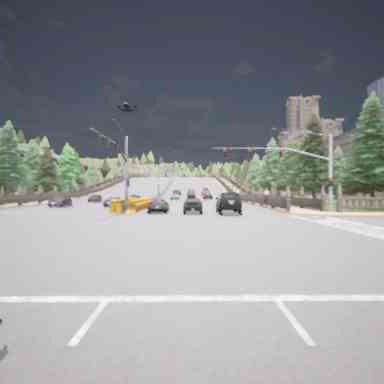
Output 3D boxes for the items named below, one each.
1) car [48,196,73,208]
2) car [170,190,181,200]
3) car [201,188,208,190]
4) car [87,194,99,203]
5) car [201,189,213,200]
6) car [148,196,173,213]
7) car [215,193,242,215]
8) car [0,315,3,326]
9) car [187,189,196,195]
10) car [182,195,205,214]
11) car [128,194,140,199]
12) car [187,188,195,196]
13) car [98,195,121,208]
[{"bbox_3d":[-17.600,1.320,44.561,2.128,1.511,4.902,0,0,0],"label":"car"},{"bbox_3d":[-3.627,0.873,70.178,1.895,1.301,4.718,0,4,0],"label":"car"},{"bbox_3d":[3.315,-0.188,80.150,2.097,1.767,4.553,0,7,0],"label":"car"},{"bbox_3d":[-17.603,1.205,60.620,1.837,1.490,4.892,0,2,0],"label":"car"},{"bbox_3d":[3.373,0.804,70.185,1.812,1.442,4.674,0,4,0],"label":"car"},{"bbox_3d":[-3.411,1.432,34.495,1.994,1.385,4.181,0,0,0],"label":"car"},{"bbox_3d":[3.590,1.096,32.995,2.150,2.045,5.566,0,0,0],"label":"car"},{"bbox_3d":[-3.417,1.592,2.225,1.895,1.301,4.718,0,0,0],"label":"car"},{"bbox_3d":[-0.127,0.758,70.162,1.882,1.535,5.008,0,4,0],"label":"car"},{"bbox_3d":[0.089,1.375,33.962,1.837,1.490,4.892,0,0,0],"label":"car"},{"bbox_3d":[-10.608,1.199,60.815,1.837,1.490,4.892,0,2,0],"label":"car"},{"bbox_3d":[-0.185,-0.024,80.180,1.812,1.442,4.674,0,7,0],"label":"car"},{"bbox_3d":[-10.602,1.320,44.692,2.128,1.511,4.902,0,0,0],"label":"car"}]
